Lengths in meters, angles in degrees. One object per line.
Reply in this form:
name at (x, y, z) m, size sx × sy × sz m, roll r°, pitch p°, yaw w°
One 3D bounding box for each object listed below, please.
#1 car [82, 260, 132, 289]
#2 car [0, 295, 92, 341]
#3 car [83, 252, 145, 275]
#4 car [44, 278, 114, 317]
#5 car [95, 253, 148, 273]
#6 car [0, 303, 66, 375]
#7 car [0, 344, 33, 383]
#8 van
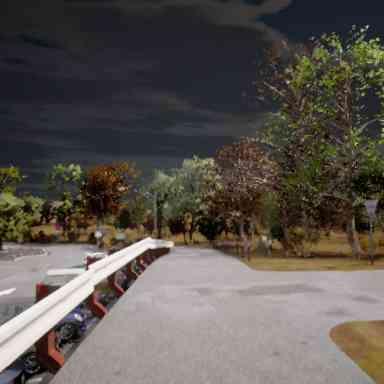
car at (-6.918, 6.086, 23.616) m, size 4.553 × 1.767 × 2.185 m, roll 2°, pitch -4°, yaw -20°
car at (-6.957, 5.437, 14.568) m, size 4.553 × 1.767 × 2.185 m, roll 2°, pitch -5°, yaw -20°
car at (-6.981, 6.173, 26.616) m, size 5.566 × 2.045 × 2.435 m, roll 2°, pitch -4°, yaw -20°
car at (-6.924, 5.780, 17.572) m, size 4.892 × 1.521 × 2.231 m, roll 2°, pitch -4°, yaw -20°
car at (-6.967, 6.888, 32.664) m, size 4.792 × 1.488 × 2.163 m, roll 2°, pitch -5°, yaw -20°
car at (-6.938, 5.220, 11.547) m, size 4.553 × 1.767 × 2.185 m, roll 2°, pitch -5°, yaw -20°
car at (-6.930, 5.158, 8.519) m, size 4.792 × 1.488 × 2.163 m, roll 2°, pitch -4°, yaw -20°
van at (-6.832, 5.774, 20.648) m, size 4.442 × 1.987 × 1.878 m, roll 2°, pitch -5°, yaw -20°
